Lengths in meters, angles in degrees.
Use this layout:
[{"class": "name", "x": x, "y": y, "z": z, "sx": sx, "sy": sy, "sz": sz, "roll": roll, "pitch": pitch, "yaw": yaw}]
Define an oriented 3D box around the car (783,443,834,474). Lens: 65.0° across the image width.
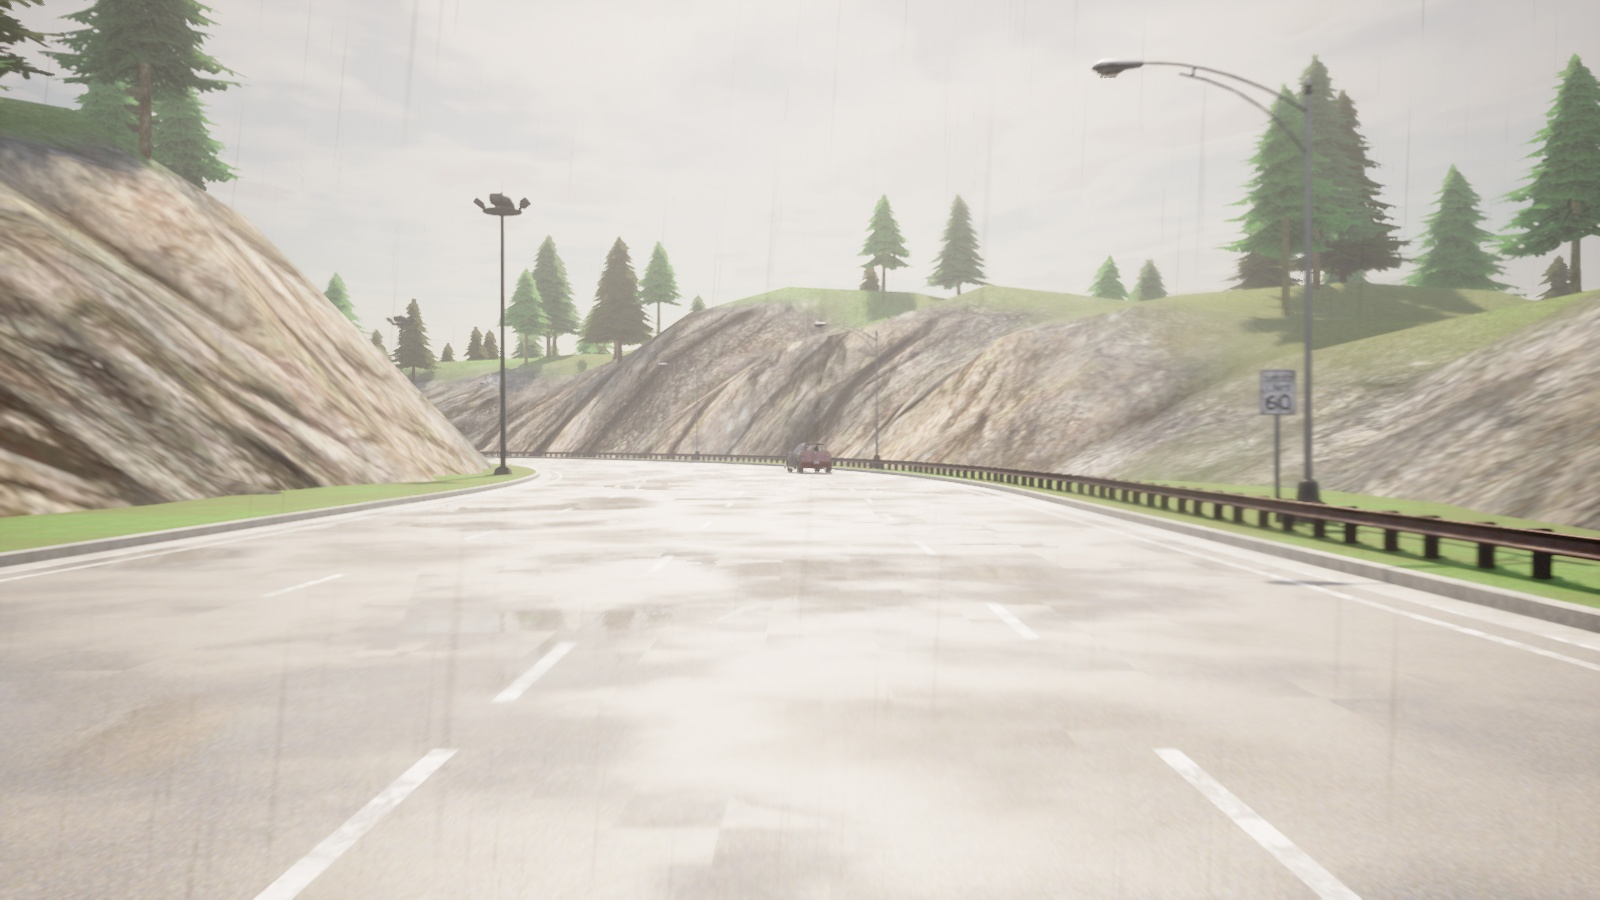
[{"class": "car", "x": 0.397, "y": 0.410, "z": 62.972, "sx": 1.845, "sy": 1.501, "sz": 3.633, "roll": 0, "pitch": 0, "yaw": -12}]
